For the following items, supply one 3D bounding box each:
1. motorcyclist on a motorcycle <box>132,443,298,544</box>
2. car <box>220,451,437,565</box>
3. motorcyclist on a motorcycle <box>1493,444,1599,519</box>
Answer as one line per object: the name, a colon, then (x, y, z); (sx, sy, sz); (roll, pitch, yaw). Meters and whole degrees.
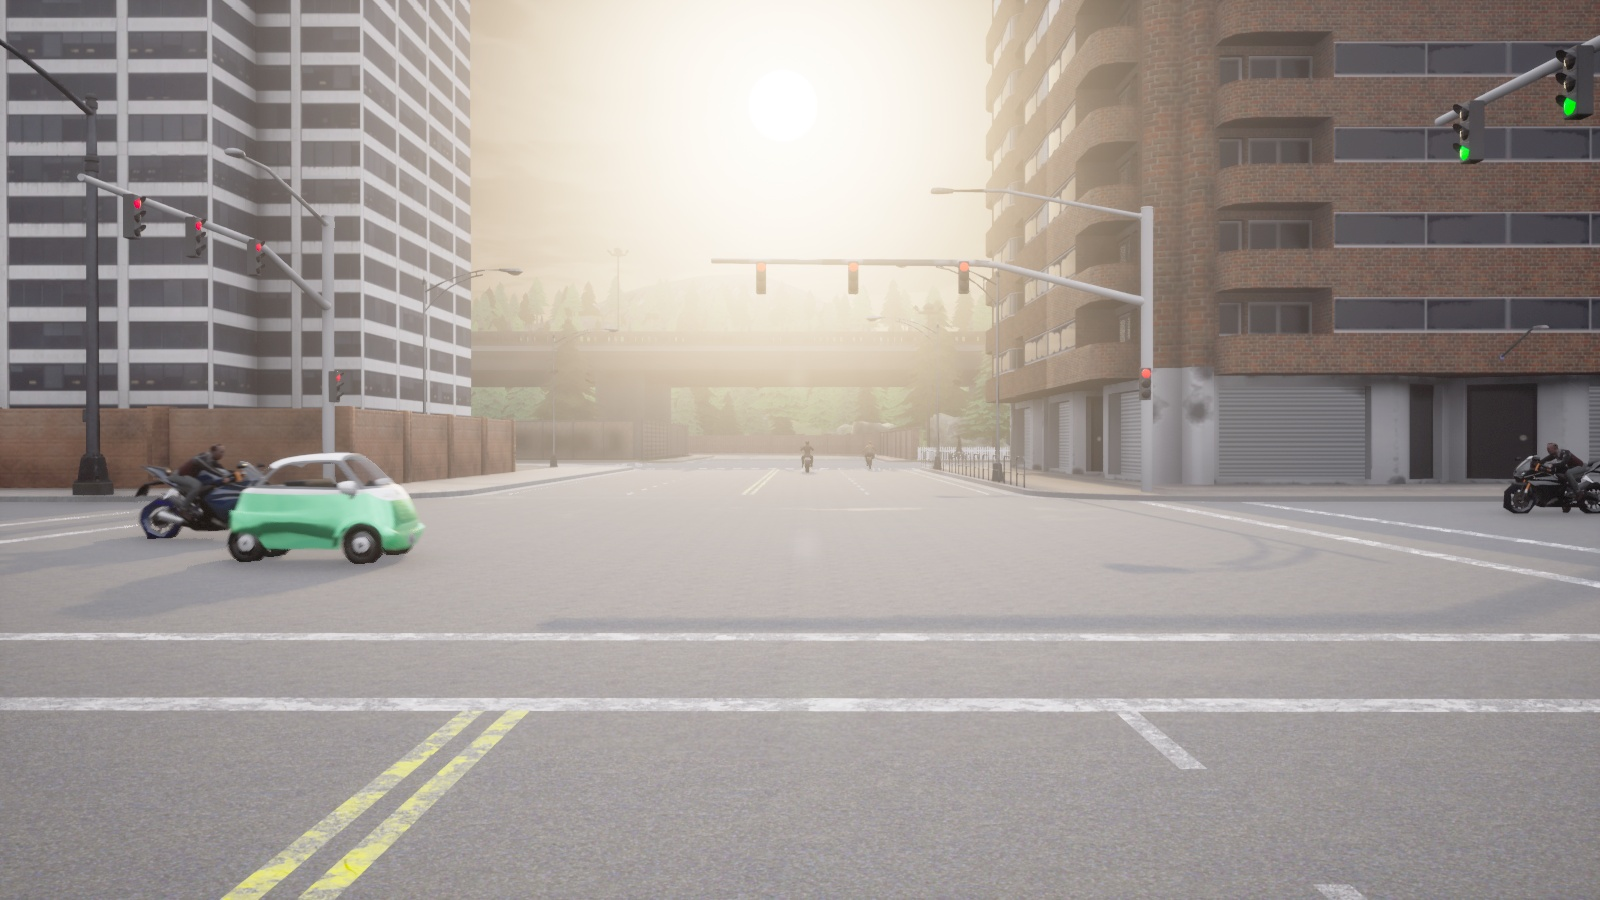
motorcyclist on a motorcycle: (-9.107, 0.663, 19.604); (2.191, 1.530, 0.866); (0, 0, 1)
car: (-5.974, 0.706, 16.069); (2.207, 1.376, 1.481); (0, 0, 1)
motorcyclist on a motorcycle: (15.862, 0.646, 26.328); (2.191, 1.530, 0.866); (0, 0, 1)
